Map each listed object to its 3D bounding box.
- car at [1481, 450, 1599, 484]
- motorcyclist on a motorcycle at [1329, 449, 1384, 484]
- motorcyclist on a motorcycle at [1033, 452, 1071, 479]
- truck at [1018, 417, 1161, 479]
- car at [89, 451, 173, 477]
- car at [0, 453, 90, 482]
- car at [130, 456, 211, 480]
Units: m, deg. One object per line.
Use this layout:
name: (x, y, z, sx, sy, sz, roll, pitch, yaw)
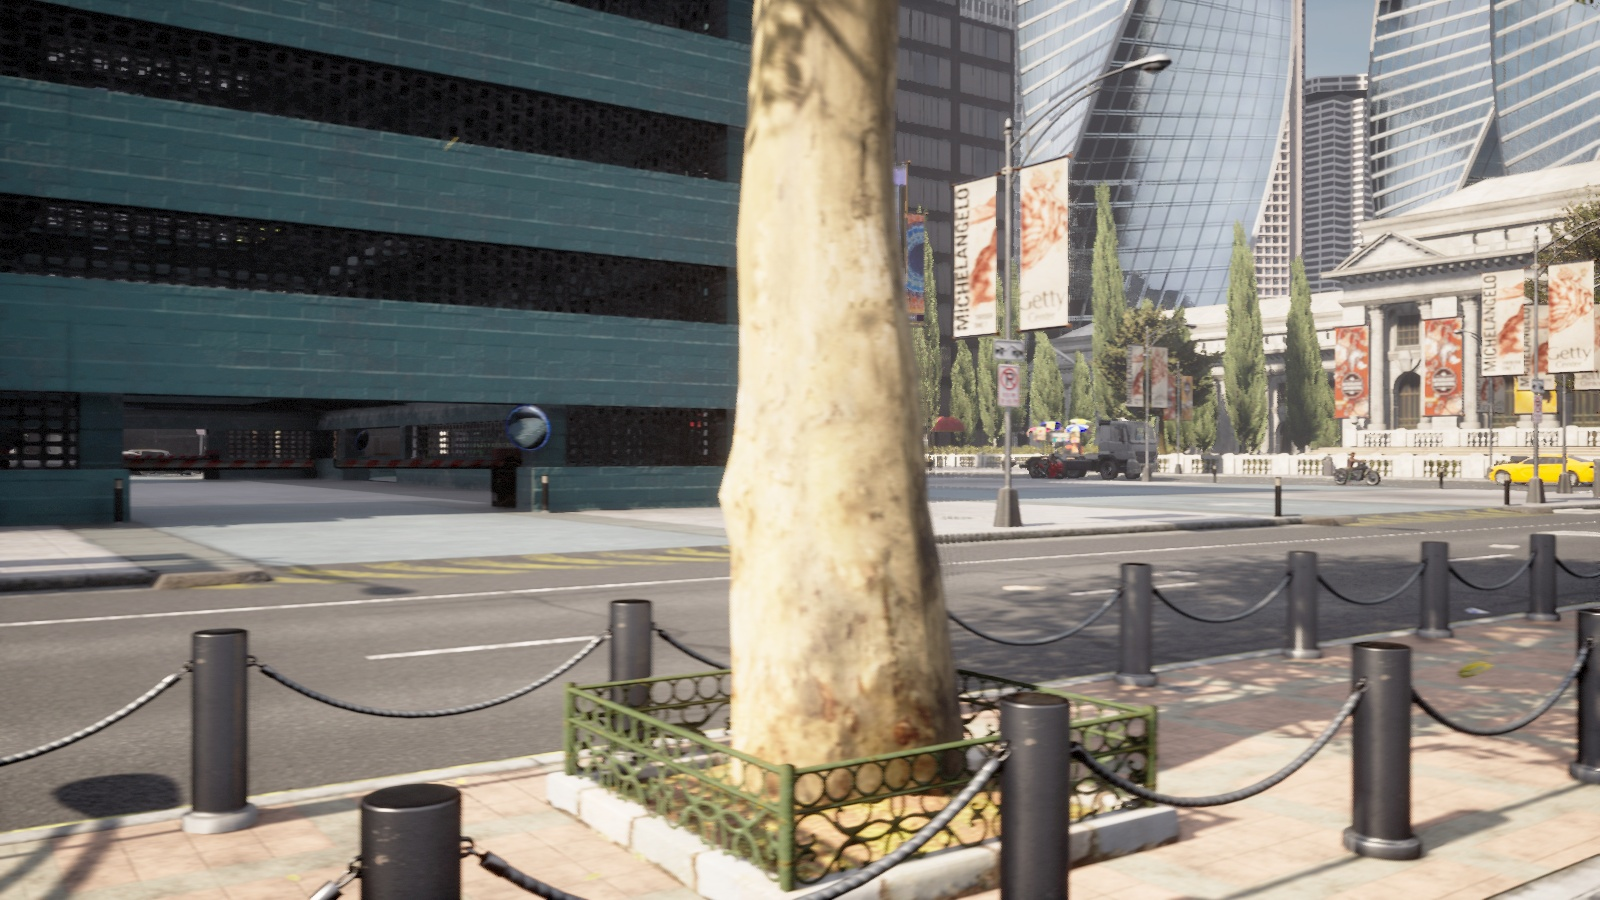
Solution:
car: (35.297, 0.790, 59.541, 1.882, 1.535, 5.008, 0, 0, -35)
motorcyclist on a motorcycle: (26.536, 0.782, 59.907, 0.766, 1.649, 2.350, 0, 0, -35)
motorcyclist on a motorcycle: (14.270, 0.868, 71.165, 0.797, 1.523, 2.044, -1, 0, -40)
truck: (16.853, -0.096, 73.560, 2.891, 3.462, 7.936, 0, 0, -42)
car: (-43.670, 0.882, 82.025, 4.611, 1.667, 2.242, 0, 0, -35)
car: (-42.333, 0.953, 70.138, 4.514, 1.525, 2.007, 0, 0, -35)
car: (-38.608, 1.078, 77.022, 4.181, 1.385, 1.994, 0, 0, -35)
